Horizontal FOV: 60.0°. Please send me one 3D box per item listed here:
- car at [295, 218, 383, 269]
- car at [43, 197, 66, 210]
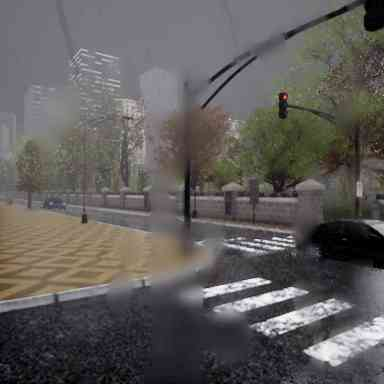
[{"bbox_3d":[5.282,1.549,9.941,1.812,1.442,4.674,0,0,-34],"label":"car"},{"bbox_3d":[-18.296,1.481,44.266,2.097,1.767,4.553,0,0,-34],"label":"car"}]
